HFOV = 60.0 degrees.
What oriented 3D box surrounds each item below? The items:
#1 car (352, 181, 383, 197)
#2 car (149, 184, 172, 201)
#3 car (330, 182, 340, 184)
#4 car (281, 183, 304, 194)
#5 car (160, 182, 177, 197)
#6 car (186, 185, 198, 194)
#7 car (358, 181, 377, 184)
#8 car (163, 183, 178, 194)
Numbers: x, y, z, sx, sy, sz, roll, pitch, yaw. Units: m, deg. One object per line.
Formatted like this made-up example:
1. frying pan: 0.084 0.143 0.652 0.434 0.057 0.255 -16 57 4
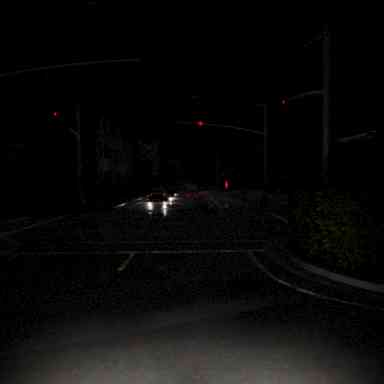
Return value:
1. car: 22.299 -0.453 42.029 1.932 1.855 4.605 -1 2 0
2. car: -3.682 0.185 37.728 1.882 1.535 5.008 -1 2 0
3. car: 25.363 -1.019 59.416 2.152 1.636 5.027 -1 2 0
4. car: 15.317 -0.507 52.014 2.007 1.523 4.514 -1 2 0
5. car: -3.694 -0.405 47.644 2.150 2.045 5.566 -1 2 0
6. car: -0.012 -0.455 56.858 1.812 1.442 4.674 -1 2 0
7. car: 19.046 -0.169 34.152 1.905 1.878 3.866 -1 2 0
8. car: -3.671 -0.609 57.534 2.097 1.767 4.553 -1 2 0
